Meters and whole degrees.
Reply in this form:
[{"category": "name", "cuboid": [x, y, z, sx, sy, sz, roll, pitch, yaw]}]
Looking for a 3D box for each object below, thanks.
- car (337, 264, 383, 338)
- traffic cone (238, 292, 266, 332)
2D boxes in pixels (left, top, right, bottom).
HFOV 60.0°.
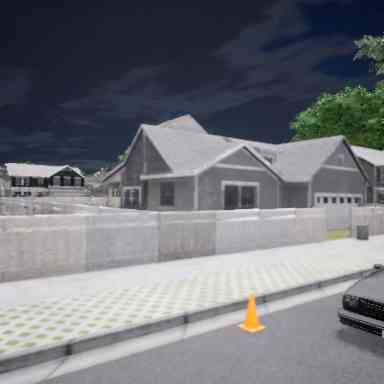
[{"category": "car", "cuboid": [4.917, 1.656, 6.187, 5.357, 1.411, 2.033, 1, -1, -37]}, {"category": "traffic cone", "cuboid": [1.032, 2.020, 5.700, 0.340, 0.580, 0.340, 1, -1, -36]}]
